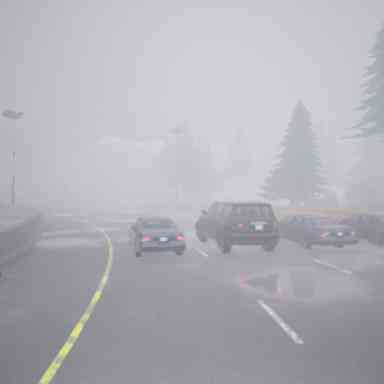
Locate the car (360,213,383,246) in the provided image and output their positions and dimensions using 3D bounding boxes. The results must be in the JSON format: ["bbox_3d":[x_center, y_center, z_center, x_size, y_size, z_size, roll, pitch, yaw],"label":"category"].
[{"bbox_3d":[8.664,1.709,16.239,2.033,1.411,5.357,0,0,-14],"label":"car"}]

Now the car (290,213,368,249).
[{"bbox_3d":[5.245,1.714,15.471,2.033,1.411,5.357,0,0,-13],"label":"car"}]

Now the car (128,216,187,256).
[{"bbox_3d":[-1.596,1.712,13.930,2.033,1.411,5.357,0,-1,-14],"label":"car"}]

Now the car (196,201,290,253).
[{"bbox_3d":[1.806,1.393,14.730,2.150,2.045,5.566,0,0,-14],"label":"car"}]
